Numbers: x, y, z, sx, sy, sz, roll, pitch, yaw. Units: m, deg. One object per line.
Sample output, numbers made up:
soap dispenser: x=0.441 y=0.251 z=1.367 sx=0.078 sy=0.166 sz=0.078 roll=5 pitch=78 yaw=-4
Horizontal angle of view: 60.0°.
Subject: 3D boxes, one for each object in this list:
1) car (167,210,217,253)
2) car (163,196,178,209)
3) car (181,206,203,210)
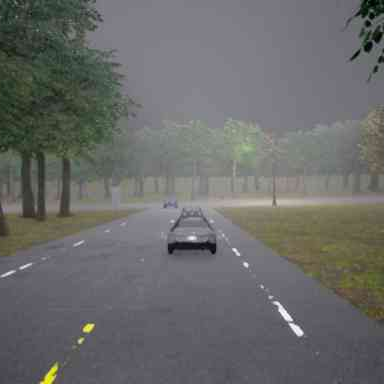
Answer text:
car: x=0.006 y=1.691 z=14.300 sx=1.994 sy=1.385 sz=4.181 roll=0 pitch=0 yaw=0
car: x=-3.496 y=1.632 z=54.757 sx=2.150 sy=2.045 sz=5.566 roll=0 pitch=-1 yaw=0
car: x=0.005 y=1.842 z=29.112 sx=1.895 sy=1.301 sz=4.718 roll=0 pitch=0 yaw=0
